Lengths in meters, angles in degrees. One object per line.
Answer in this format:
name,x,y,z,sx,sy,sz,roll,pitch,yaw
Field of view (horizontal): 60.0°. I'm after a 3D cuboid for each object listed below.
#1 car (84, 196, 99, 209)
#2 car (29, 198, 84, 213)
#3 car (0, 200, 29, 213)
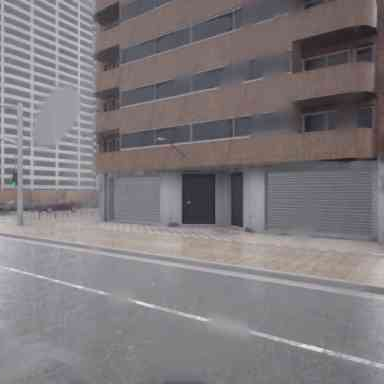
car,-13.815,1.580,45.596,1.994,1.385,4.181,0,0,35
car,-15.138,1.492,37.556,1.882,1.535,5.008,0,0,35
car,-19.509,1.563,37.396,2.033,1.411,5.357,0,0,35
